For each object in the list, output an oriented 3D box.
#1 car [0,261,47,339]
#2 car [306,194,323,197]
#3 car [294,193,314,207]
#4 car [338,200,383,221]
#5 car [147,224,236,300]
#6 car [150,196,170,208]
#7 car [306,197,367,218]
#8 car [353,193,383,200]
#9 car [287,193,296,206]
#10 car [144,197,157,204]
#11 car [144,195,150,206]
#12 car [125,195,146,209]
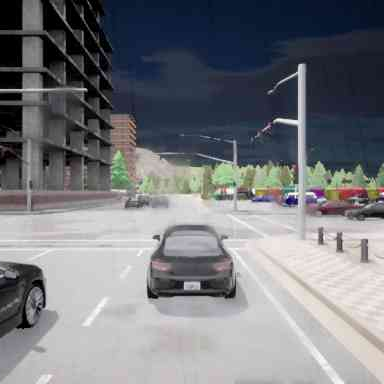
[{"bbox_3d":[-3.488,1.492,4.016,2.128,1.511,4.902,0,0,0],"label":"car"},{"bbox_3d":[20.781,1.450,56.316,3.806,1.475,1.970,0,0,0],"label":"car"},{"bbox_3d":[20.766,1.418,59.211,3.905,1.438,1.784,0,0,0],"label":"car"},{"bbox_3d":[14.974,1.581,27.311,4.674,1.442,1.812,0,0,-1],"label":"car"},{"bbox_3d":[-0.032,1.526,8.299,1.812,1.442,4.674,0,0,-1],"label":"car"},{"bbox_3d":[-4.303,1.351,47.664,2.097,1.767,4.553,0,0,-1],"label":"car"},{"bbox_3d":[12.982,1.533,30.813,5.008,1.535,1.882,0,0,-1],"label":"car"},{"bbox_3d":[35.731,1.208,67.529,4.605,1.855,1.932,0,0,0],"label":"car"},{"bbox_3d":[20.700,1.208,61.894,4.605,1.855,1.932,0,0,0],"label":"car"},{"bbox_3d":[-8.166,1.600,65.835,1.895,1.301,4.718,0,0,0],"label":"car"},{"bbox_3d":[-8.088,1.351,55.732,2.097,1.767,4.553,0,0,0],"label":"car"},{"bbox_3d":[-7.967,1.525,45.653,1.812,1.442,4.674,0,0,0],"label":"car"}]
